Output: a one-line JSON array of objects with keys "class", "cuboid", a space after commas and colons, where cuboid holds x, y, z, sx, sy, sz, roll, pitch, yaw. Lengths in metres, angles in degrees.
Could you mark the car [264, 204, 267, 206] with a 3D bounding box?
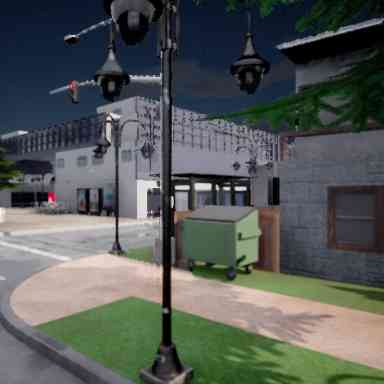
[{"class": "car", "cuboid": [8.396, 1.641, 33.623, 1.994, 1.385, 4.181, 0, 0, 42]}]
